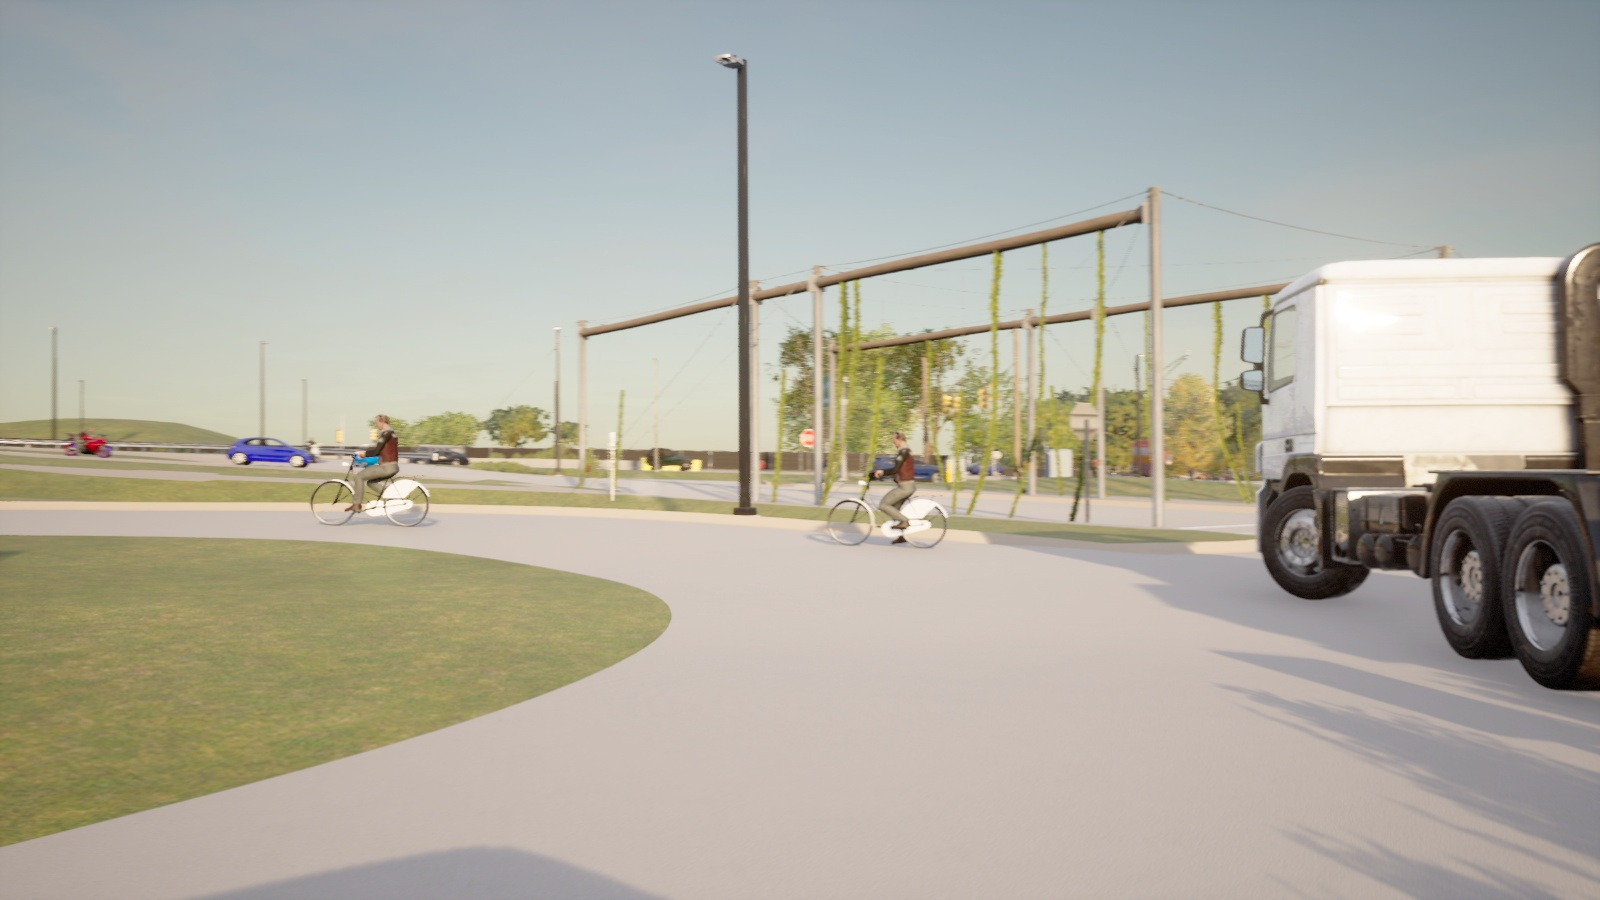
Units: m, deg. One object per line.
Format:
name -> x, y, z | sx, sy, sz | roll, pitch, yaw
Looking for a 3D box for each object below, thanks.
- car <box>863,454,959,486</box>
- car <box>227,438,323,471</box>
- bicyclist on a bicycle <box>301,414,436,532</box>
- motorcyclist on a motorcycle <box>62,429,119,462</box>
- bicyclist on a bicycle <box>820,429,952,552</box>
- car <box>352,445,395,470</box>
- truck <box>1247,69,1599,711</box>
car -> 6.073, 1.109, 68.959 | 4.856, 1.649, 2.033 | 1, -2, -11
car -> -26.893, 0.229, 64.390 | 4.193, 1.474, 1.816 | 3, -2, -11
bicyclist on a bicycle -> -6.704, 0.352, 19.566 | 1.843, 1.776, 0.659 | 1, 0, -1
motorcyclist on a motorcycle -> -35.496, -0.218, 62.848 | 2.191, 1.530, 0.866 | 3, -2, -10
bicyclist on a bicycle -> 1.300, 0.596, 18.928 | 1.843, 1.776, 0.659 | 1, 0, 16
car -> -24.516, 0.442, 72.118 | 2.207, 1.376, 1.481 | 2, 1, 45
truck -> 6.129, -0.278, 10.182 | 2.891, 3.462, 7.936 | 0, -1, 6
